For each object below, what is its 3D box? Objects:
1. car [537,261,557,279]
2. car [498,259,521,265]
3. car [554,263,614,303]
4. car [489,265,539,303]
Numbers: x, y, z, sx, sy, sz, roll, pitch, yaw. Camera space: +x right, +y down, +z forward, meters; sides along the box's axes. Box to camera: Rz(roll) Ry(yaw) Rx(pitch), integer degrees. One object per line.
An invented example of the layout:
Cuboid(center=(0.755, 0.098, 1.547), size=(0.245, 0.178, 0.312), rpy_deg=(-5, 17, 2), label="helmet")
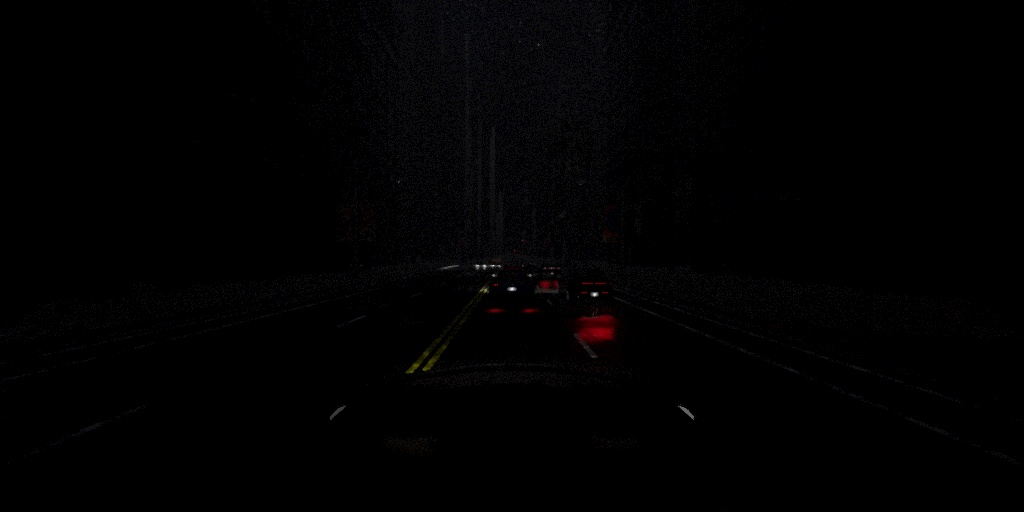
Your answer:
Cuboid(center=(3.250, 1.213, 31.500), size=(2.128, 1.511, 4.902), rpy_deg=(0, 0, 0), label="car")
Cuboid(center=(0.000, 1.202, 31.501), size=(1.882, 1.535, 5.008), rpy_deg=(0, 0, 0), label="car")
Cuboid(center=(3.250, 1.251, 16.500), size=(1.837, 1.490, 4.892), rpy_deg=(0, 0, 0), label="car")
Cuboid(center=(0.000, 1.307, 16.501), size=(1.994, 1.385, 4.181), rpy_deg=(0, 0, 0), label="car")
